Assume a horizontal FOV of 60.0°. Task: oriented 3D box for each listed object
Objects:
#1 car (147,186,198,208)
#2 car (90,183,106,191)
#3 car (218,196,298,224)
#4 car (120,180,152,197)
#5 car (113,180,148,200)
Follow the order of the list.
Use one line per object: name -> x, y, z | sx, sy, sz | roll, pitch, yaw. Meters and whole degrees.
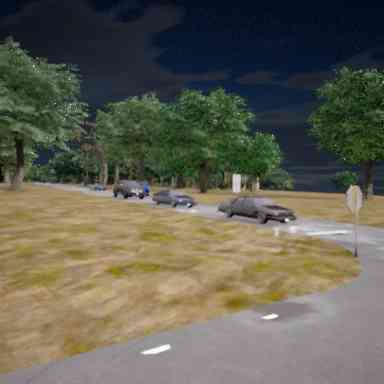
car -> -1.624, 0.518, 28.572 | 2.033, 1.411, 5.357 | 2, 2, -32
car -> -16.761, -0.931, 59.314 | 1.994, 1.385, 4.181 | 2, 2, -32
car -> 3.701, 0.972, 19.877 | 2.033, 1.411, 5.357 | 2, 2, -31
car -> -7.603, -0.479, 44.434 | 2.150, 2.045, 5.566 | 2, 2, -32
car -> -7.220, -0.291, 37.717 | 2.150, 2.045, 5.566 | 2, 1, -31
